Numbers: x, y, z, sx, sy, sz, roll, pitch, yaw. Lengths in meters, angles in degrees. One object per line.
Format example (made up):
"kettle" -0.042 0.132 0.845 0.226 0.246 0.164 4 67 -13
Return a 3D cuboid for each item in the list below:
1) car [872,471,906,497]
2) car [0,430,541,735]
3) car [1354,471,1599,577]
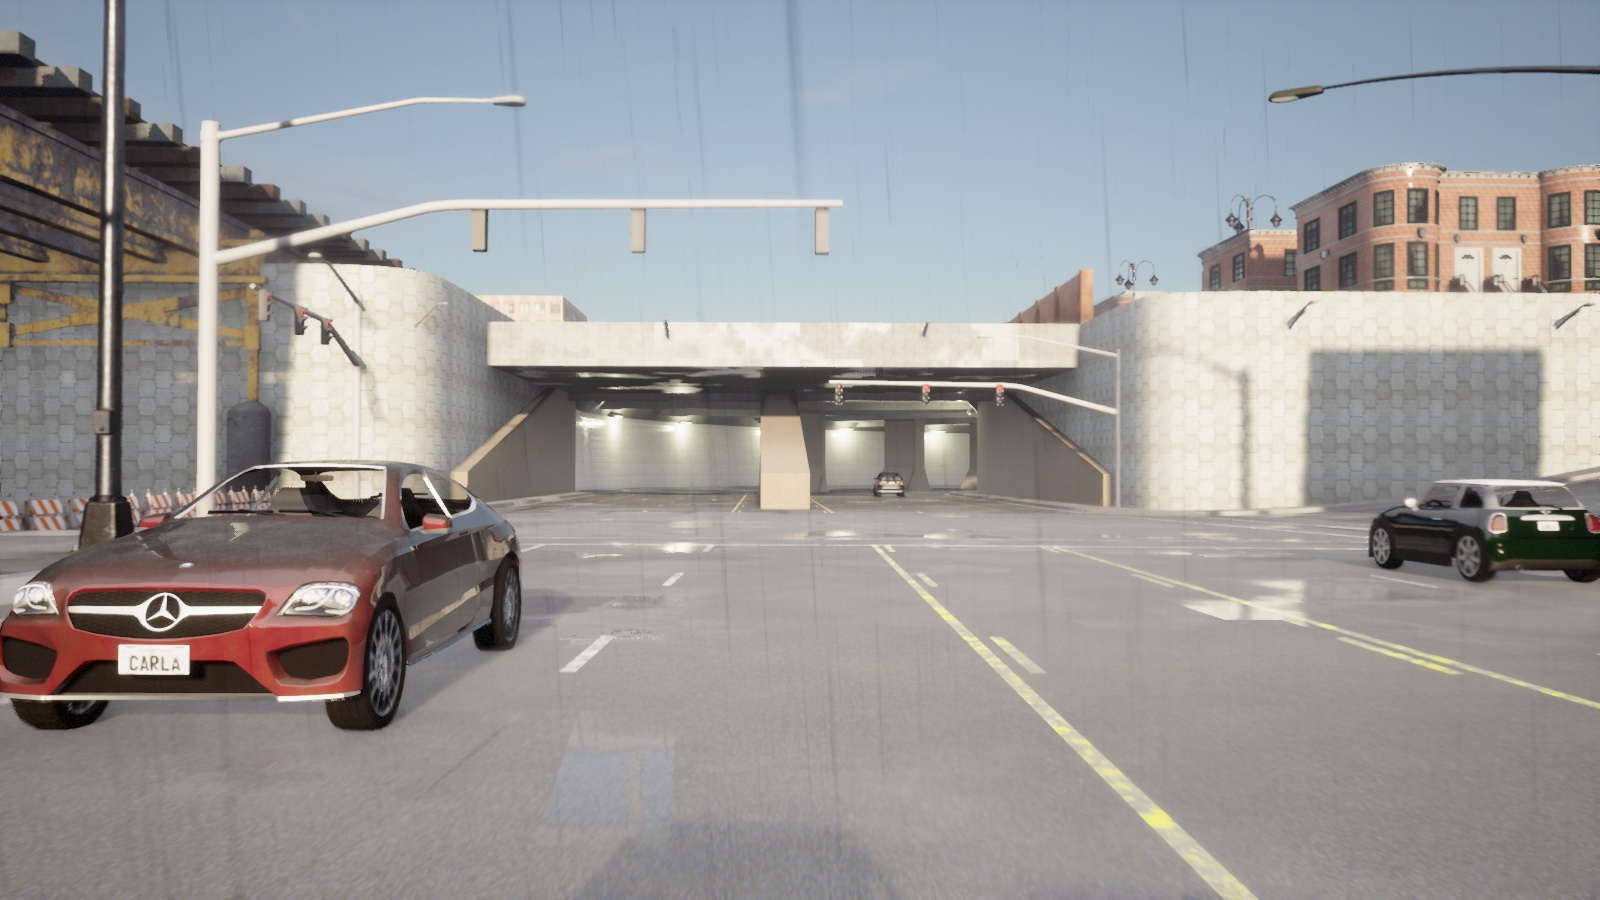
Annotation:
"car" 5.512 2.080 78.219 1.789 1.549 3.705 0 -1 -1
"car" -3.525 0.764 9.365 2.152 1.651 5.027 0 -1 0
"car" 10.477 1.065 19.513 1.970 1.475 3.806 0 -1 -1
